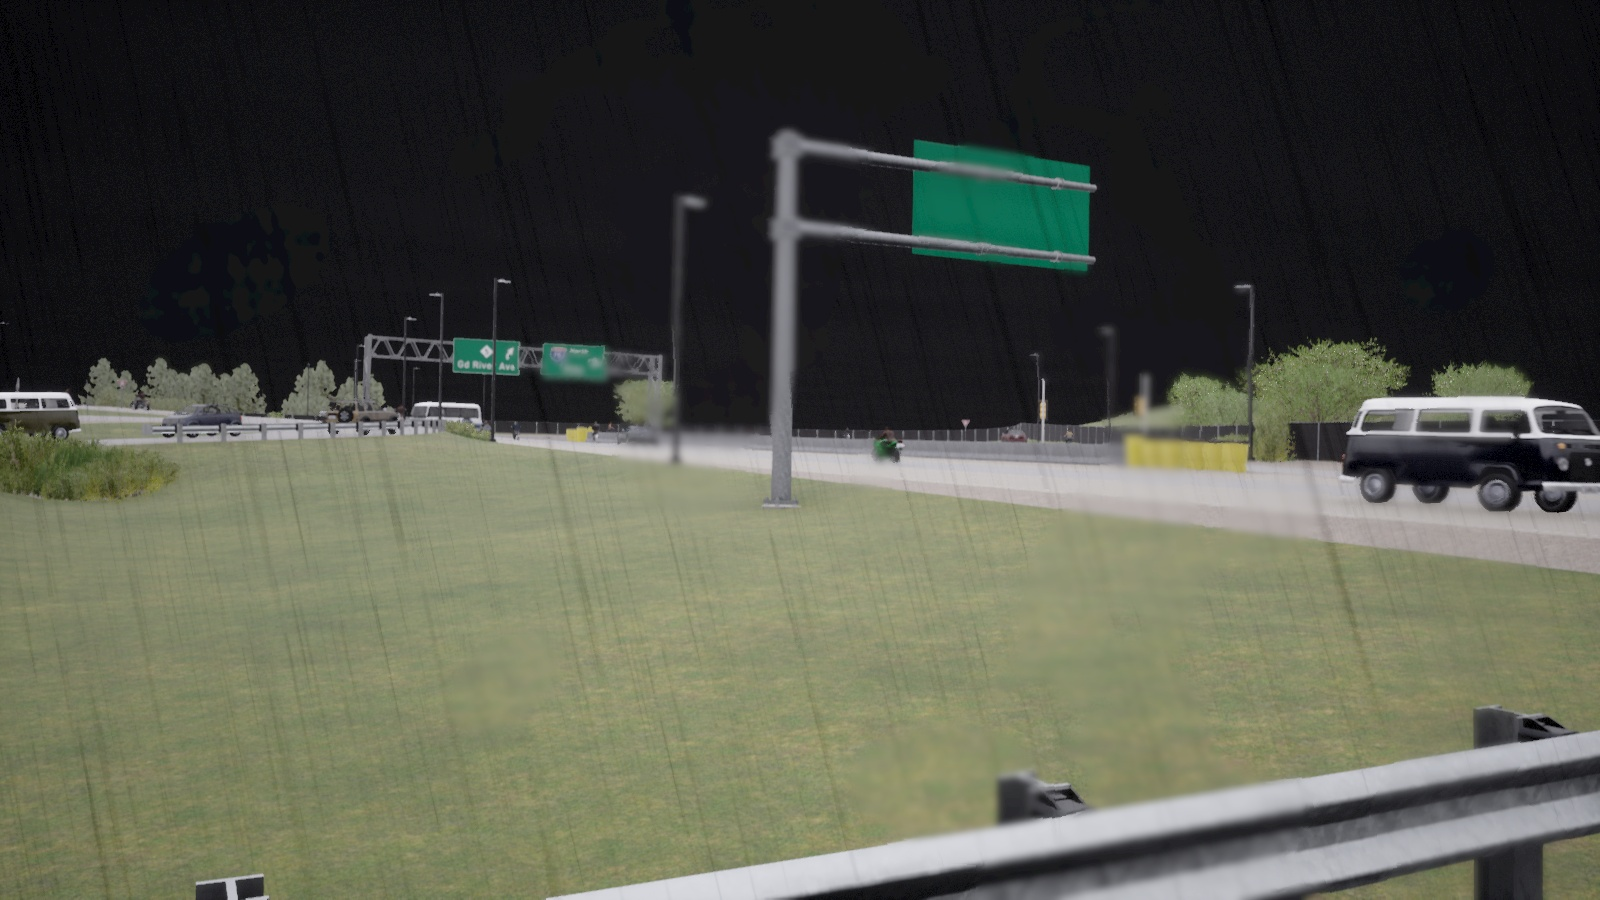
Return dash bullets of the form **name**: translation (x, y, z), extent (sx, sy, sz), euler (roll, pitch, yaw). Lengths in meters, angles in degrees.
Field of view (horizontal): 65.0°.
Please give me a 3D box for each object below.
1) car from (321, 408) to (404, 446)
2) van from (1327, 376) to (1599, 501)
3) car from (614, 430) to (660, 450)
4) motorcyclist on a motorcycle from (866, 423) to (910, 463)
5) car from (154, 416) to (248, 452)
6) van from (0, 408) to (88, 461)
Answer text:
- **car**: translation (-22.217, -1.218, 63.960), extent (1.932, 1.855, 4.605), euler (0, 2, 10)
- **van**: translation (12.175, -0.217, 22.857), extent (2.069, 2.038, 4.480), euler (0, 1, -26)
- **car**: translation (-11.463, -0.691, 88.231), extent (1.994, 1.385, 4.181), euler (0, 1, -26)
- **motorcyclist on a motorcycle**: translation (3.419, -0.272, 49.168), extent (0.797, 1.523, 2.044), euler (0, 1, -26)
- **car**: translation (-27.866, -0.763, 58.532), extent (1.789, 1.549, 3.705), euler (-1, 2, 20)
- **van**: translation (-31.534, -0.629, 50.613), extent (2.069, 2.038, 4.480), euler (-1, 2, 27)
